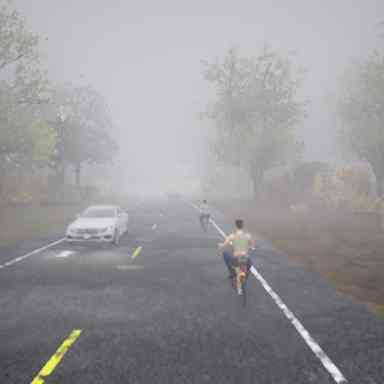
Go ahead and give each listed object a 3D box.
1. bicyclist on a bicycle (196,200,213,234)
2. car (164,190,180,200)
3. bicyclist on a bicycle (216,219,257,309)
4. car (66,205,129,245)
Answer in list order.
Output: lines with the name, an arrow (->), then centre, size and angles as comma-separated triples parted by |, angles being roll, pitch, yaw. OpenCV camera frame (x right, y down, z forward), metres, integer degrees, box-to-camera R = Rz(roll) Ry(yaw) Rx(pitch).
bicyclist on a bicycle -> 0.622, 1.177, 16.290 | 0.866, 1.612, 1.509 | 0, 1, -1
car -> -3.179, 0.511, 57.456 | 2.128, 1.511, 4.902 | 0, 1, -6
bicyclist on a bicycle -> 0.916, 1.330, 6.594 | 0.866, 1.612, 1.509 | 0, 1, -1
car -> -3.856, 1.299, 14.322 | 1.812, 1.442, 4.674 | 0, 1, -2
